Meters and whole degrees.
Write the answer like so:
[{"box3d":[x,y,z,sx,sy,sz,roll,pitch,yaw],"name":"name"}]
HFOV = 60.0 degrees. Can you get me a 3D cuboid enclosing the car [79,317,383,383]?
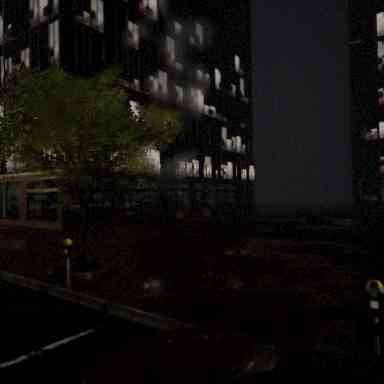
[{"box3d":[0.952,1.583,2.173,4.206,1.307,1.802,0,-1,36],"name":"car"}]
